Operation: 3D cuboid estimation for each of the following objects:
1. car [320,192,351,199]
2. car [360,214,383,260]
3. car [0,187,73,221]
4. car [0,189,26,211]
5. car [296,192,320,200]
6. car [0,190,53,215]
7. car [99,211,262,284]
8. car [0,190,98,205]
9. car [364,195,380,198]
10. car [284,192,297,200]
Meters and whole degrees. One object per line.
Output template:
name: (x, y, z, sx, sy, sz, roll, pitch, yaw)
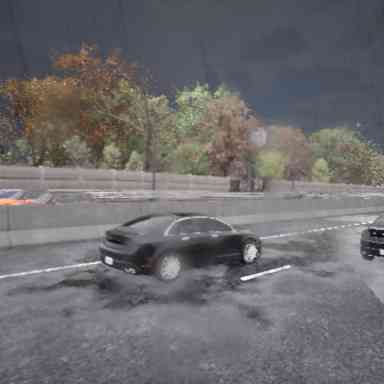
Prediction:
car: (20.505, 0.857, 46.751, 4.553, 1.767, 2.097, 1, 2, -42)
car: (7.186, 1.442, 10.863, 4.892, 1.490, 1.837, 0, 2, -42)
car: (-9.630, 0.651, 19.491, 4.553, 1.767, 2.097, 0, 2, -42)
car: (-14.955, 0.561, 24.114, 4.892, 1.490, 1.837, 0, 2, -42)
car: (17.833, 0.907, 49.059, 4.674, 1.442, 1.812, 0, 2, -42)
car: (-12.100, 0.657, 21.978, 5.008, 1.535, 1.882, 0, 2, -42)
car: (-0.043, 1.290, 9.034, 4.892, 1.490, 1.837, 0, 2, -42)
car: (-7.036, 0.773, 17.120, 4.553, 1.767, 2.097, 0, 2, -42)
car: (24.744, 1.185, 45.867, 5.357, 1.411, 2.033, 0, 2, -42)
car: (16.472, 0.747, 52.524, 5.008, 1.535, 1.882, 0, 2, -42)
